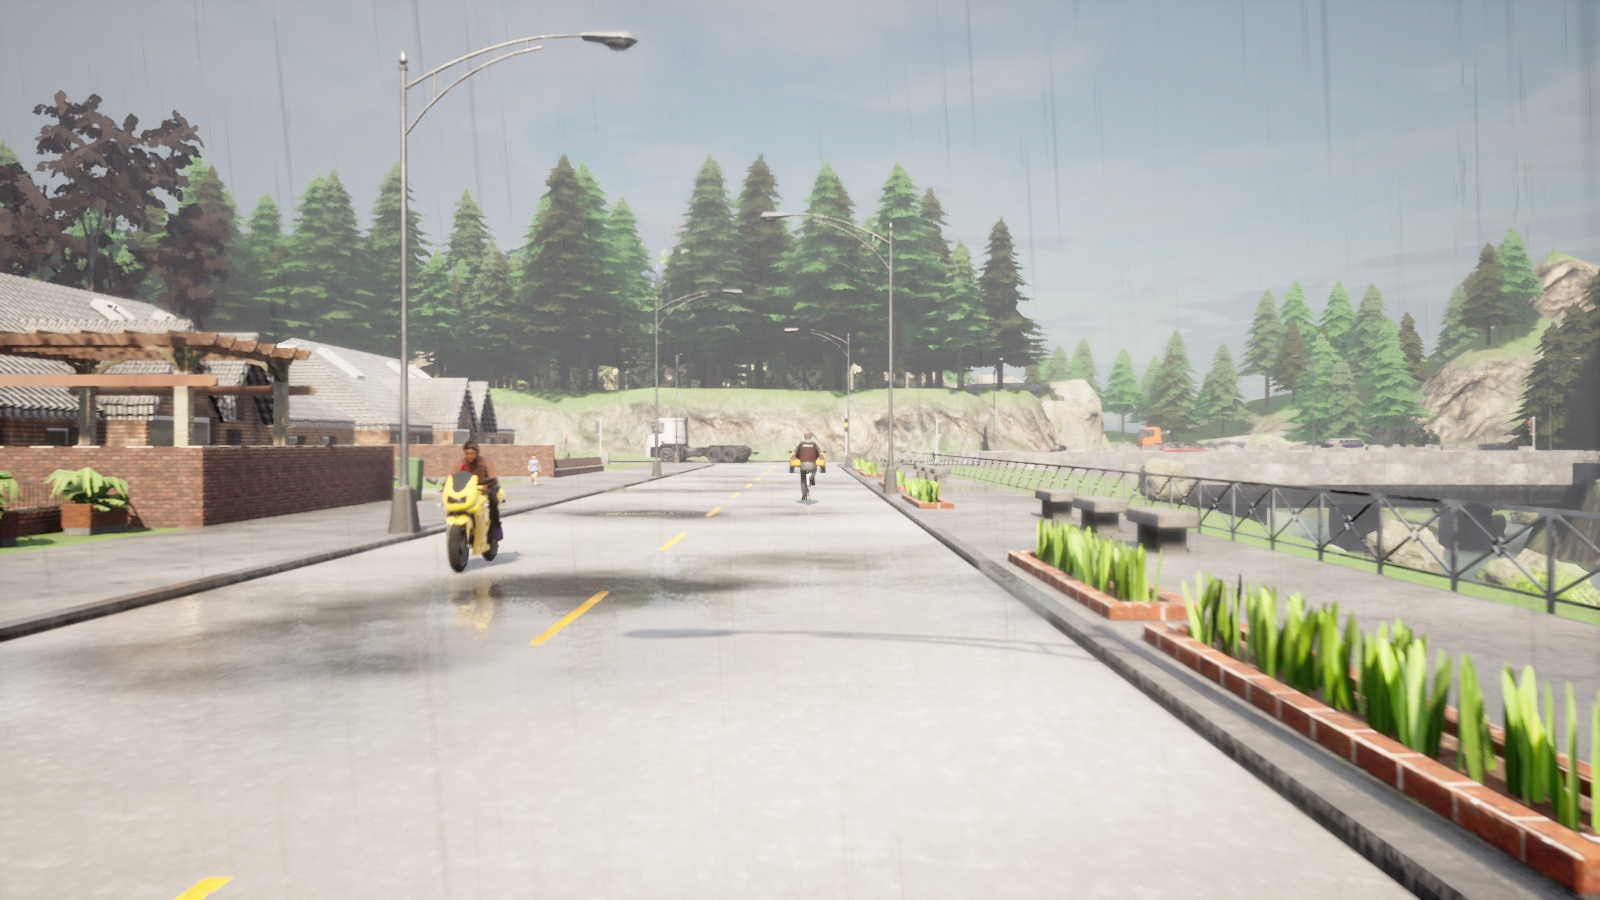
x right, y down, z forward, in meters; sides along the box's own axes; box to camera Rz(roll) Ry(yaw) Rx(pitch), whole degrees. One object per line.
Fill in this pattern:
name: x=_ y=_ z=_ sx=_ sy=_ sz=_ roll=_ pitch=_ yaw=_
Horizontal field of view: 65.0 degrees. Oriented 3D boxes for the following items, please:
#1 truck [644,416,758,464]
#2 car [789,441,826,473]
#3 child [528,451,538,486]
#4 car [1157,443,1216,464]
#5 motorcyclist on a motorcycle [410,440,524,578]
truck: x=-7.347 y=-0.766 z=93.171 sx=7.936 sy=3.462 sz=2.891 roll=0 pitch=0 yaw=17
car: x=0.385 y=0.324 z=64.140 sx=1.801 sy=1.575 sz=5.366 roll=0 pitch=0 yaw=0
child: x=-8.551 y=0.603 z=40.271 sx=0.255 sy=1.110 sz=0.394 roll=0 pitch=0 yaw=-4
car: x=27.892 y=0.236 z=90.738 sx=3.705 sy=1.549 sz=1.789 roll=0 pitch=0 yaw=0
motorcyclist on a motorcycle: x=-3.900 y=0.642 z=14.876 sx=0.797 sy=1.523 sz=2.044 roll=0 pitch=0 yaw=0
